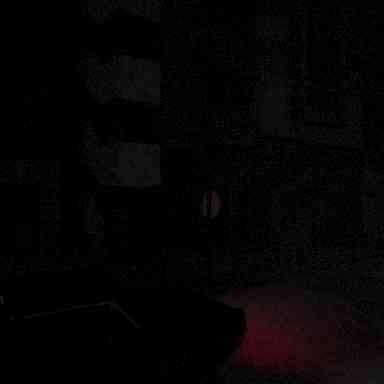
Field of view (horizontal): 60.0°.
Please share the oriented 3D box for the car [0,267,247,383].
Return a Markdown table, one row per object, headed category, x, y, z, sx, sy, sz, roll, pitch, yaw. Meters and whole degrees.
| category | x | y | z | sx | sy | sz | roll | pitch | yaw |
| --- | --- | --- | --- | --- | --- | --- | --- | --- | --- |
| car | -1.755 | 1.601 | 3.353 | 4.718 | 1.301 | 1.895 | 0 | 0 | -35 |
